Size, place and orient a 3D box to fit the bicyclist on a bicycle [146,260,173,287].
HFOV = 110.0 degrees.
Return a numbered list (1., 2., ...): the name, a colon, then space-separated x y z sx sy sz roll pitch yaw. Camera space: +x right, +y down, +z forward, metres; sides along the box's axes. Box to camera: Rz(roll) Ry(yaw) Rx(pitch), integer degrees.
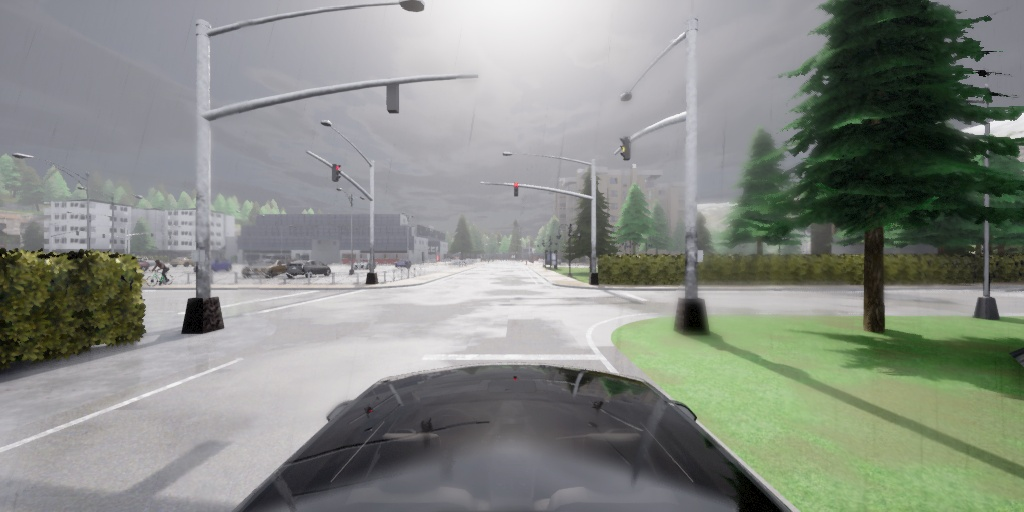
1. bicyclist on a bicycle: -21.760 1.051 22.163 0.582 1.620 1.656 0 0 1
